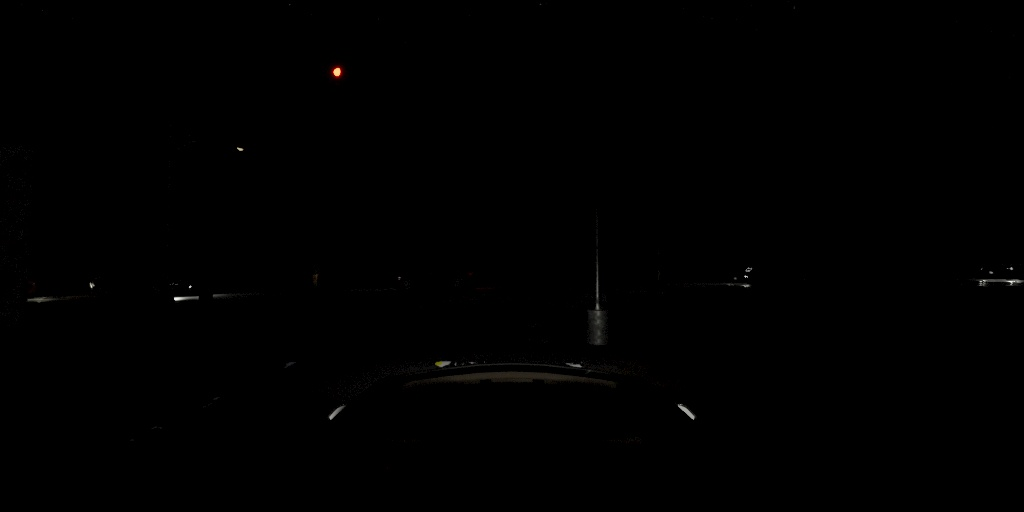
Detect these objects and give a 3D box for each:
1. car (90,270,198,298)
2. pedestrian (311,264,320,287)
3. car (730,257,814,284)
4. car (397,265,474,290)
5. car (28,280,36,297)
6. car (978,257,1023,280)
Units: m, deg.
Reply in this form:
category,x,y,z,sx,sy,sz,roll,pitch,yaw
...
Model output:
category,x,y,z,sx,sy,sz,roll,pitch,yaw
car,-20.221,1.495,19.822,4.892,1.490,1.837,-1,-2,0
pedestrian,-15.056,1.466,27.412,0.375,1.860,0.375,0,-1,0
car,16.831,0.867,23.434,4.553,1.767,2.097,-1,-2,0
car,-4.980,1.363,23.482,5.008,1.535,1.882,-1,-2,0
car,-29.646,1.582,19.850,5.008,1.535,1.882,-1,-2,0
car,33.570,0.776,23.384,4.674,1.442,1.812,-1,-2,0
